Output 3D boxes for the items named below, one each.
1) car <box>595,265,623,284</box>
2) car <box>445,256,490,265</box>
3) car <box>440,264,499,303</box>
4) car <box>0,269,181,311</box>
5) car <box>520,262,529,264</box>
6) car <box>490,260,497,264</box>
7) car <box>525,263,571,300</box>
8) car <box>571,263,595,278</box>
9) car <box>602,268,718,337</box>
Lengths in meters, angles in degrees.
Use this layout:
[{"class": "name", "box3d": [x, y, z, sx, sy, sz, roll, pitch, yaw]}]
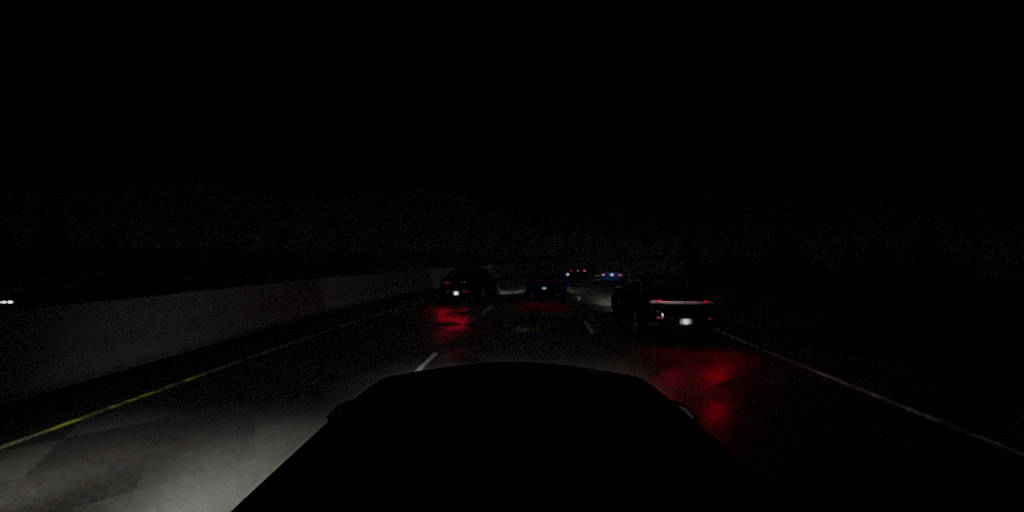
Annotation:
[{"class": "car", "box3d": [8.059, 1.428, 28.423, 2.033, 1.411, 5.357, 0, 0, 19]}, {"class": "car", "box3d": [-4.577, 1.048, 35.046, 2.150, 2.045, 5.566, 0, 0, 20]}, {"class": "car", "box3d": [-1.892, 1.291, 17.130, 1.837, 1.490, 4.892, 0, 0, 10]}, {"class": "car", "box3d": [-13.454, 1.190, 11.355, 2.128, 1.511, 4.902, 0, 0, 6]}, {"class": "car", "box3d": [1.517, 1.533, 55.863, 1.895, 1.301, 4.718, 0, 0, 32]}, {"class": "car", "box3d": [-3.893, 1.394, 53.541, 1.837, 1.490, 4.892, 0, -1, 29]}, {"class": "car", "box3d": [1.877, 1.290, 18.344, 1.882, 1.535, 5.008, 0, 0, 11]}, {"class": "car", "box3d": [7.139, 1.445, 35.886, 2.033, 1.411, 5.357, 0, 0, 23]}, {"class": "car", "box3d": [4.213, 1.294, 10.586, 2.128, 1.511, 4.902, 0, 0, 6]}]
